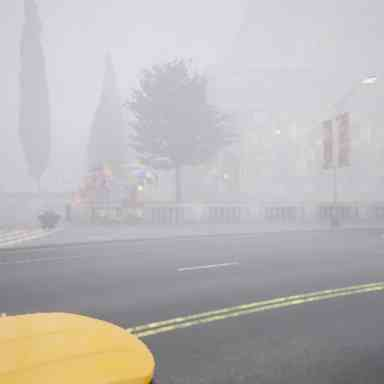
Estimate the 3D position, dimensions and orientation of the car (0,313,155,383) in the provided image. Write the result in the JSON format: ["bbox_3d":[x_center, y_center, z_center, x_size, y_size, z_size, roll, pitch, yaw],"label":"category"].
[{"bbox_3d":[-2.546,1.478,1.827,5.008,1.535,1.882,0,0,-36],"label":"car"}]
